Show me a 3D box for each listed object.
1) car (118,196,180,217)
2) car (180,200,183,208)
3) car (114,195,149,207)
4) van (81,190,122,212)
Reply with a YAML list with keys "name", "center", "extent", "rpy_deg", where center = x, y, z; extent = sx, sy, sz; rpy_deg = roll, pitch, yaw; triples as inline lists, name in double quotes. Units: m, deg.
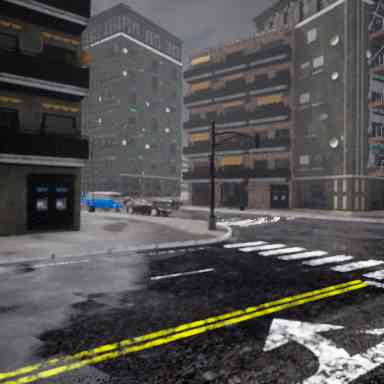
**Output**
- name: "car"
  center: [-3.550, 1.252, 27.317]
  extent: [4.403, 1.369, 2.008]
  rpy_deg: [2, -1, 36]
- name: "car"
  center: [-2.994, 1.213, 37.321]
  extent: [4.403, 1.369, 2.008]
  rpy_deg: [2, -1, 36]
- name: "car"
  center: [-7.440, 1.114, 40.602]
  extent: [4.206, 1.307, 1.802]
  rpy_deg: [2, -1, 36]
- name: "van"
  center: [-7.988, 0.912, 30.600]
  extent: [3.998, 1.788, 1.690]
  rpy_deg: [2, -1, 36]
